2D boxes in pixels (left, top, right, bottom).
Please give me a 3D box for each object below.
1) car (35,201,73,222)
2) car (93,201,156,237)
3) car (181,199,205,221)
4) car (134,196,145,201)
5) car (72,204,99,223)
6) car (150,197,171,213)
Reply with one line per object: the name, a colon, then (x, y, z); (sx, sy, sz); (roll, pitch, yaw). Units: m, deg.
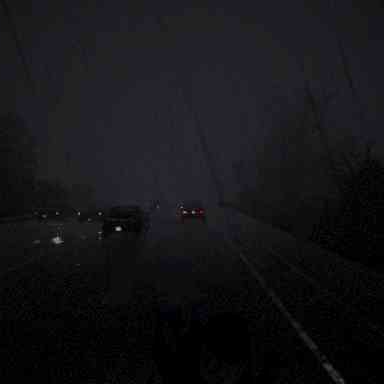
car: (-10.597, 1.493, 26.328); (1.837, 1.490, 4.892); (0, 0, 0)
car: (-3.400, 1.483, 17.813); (2.128, 1.511, 4.902); (0, 0, 0)
car: (0.100, 1.534, 26.744); (2.033, 1.411, 5.357); (0, 0, 0)
car: (-10.502, 1.492, 66.753); (1.812, 1.442, 4.674); (0, 0, 0)
car: (-7.099, 1.589, 25.148); (1.895, 1.301, 4.718); (0, 0, 0)
car: (-3.398, 1.547, 36.044); (1.994, 1.385, 4.181); (0, 0, 0)
